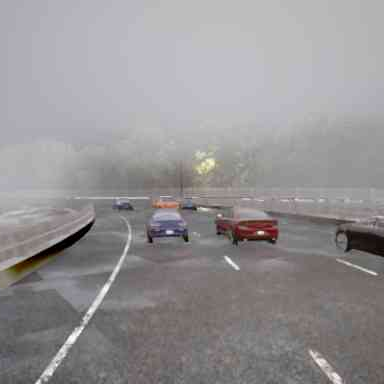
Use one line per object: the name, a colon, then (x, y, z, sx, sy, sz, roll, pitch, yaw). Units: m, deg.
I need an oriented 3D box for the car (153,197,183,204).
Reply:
car: (-2.994, 1.378, 36.841, 2.097, 1.767, 4.553, -1, 0, -19)

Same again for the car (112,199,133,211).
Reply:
car: (-8.810, 1.607, 42.095, 1.812, 1.442, 4.674, 0, 0, -24)

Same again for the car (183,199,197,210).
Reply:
car: (-0.990, 1.570, 41.378, 1.994, 1.385, 4.181, 0, 0, -22)

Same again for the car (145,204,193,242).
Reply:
car: (-1.308, 1.537, 16.407, 1.812, 1.442, 4.674, 0, 0, -9)

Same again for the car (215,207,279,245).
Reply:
car: (2.365, 1.453, 15.549, 1.882, 1.535, 5.008, 0, 0, -8)

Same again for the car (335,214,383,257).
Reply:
car: (6.455, 1.430, 10.666, 2.128, 1.511, 4.902, -1, 0, -5)
